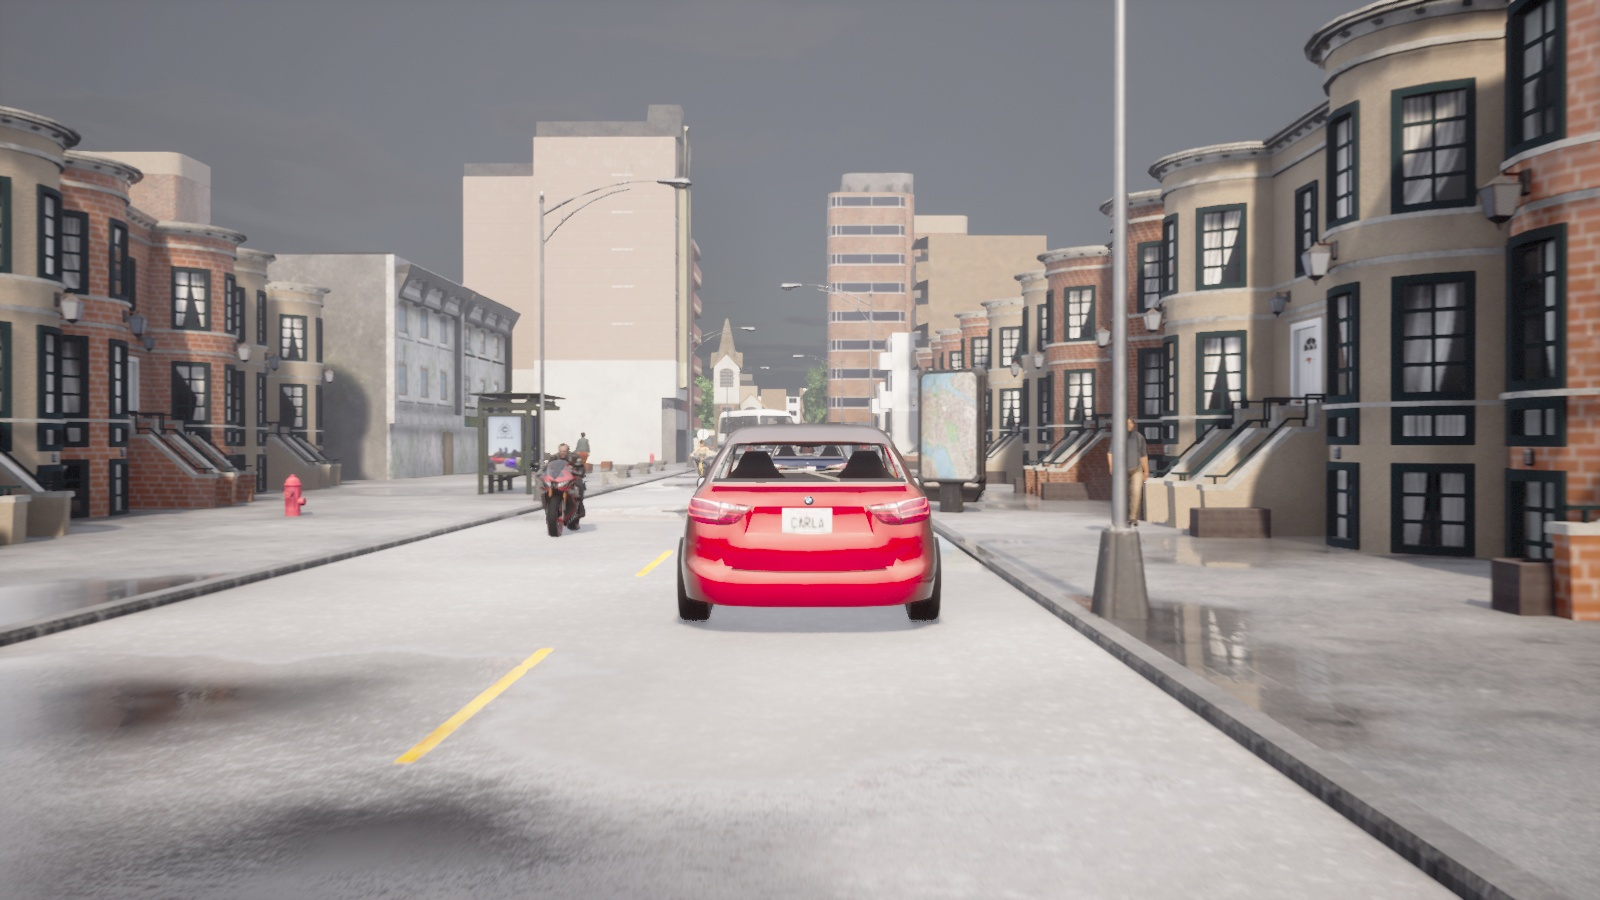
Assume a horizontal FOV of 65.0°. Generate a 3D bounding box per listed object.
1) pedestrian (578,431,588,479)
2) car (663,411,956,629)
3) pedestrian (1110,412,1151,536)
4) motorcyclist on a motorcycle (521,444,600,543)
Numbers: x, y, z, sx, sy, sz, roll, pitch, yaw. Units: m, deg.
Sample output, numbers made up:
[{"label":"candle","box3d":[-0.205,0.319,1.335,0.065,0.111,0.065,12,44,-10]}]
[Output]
[{"label":"pedestrian","box3d":[-8.413,0.175,48.706,0.353,1.847,0.614,0,0,-9]},{"label":"car","box3d":[0.083,0.524,11.936,2.242,1.667,4.611,0,0,0]},{"label":"pedestrian","box3d":[5.008,0.353,19.033,0.540,1.848,0.694,0,0,10]},{"label":"motorcyclist on a motorcycle","box3d":[-3.870,0.663,20.493,0.866,1.530,2.191,0,0,0]}]
